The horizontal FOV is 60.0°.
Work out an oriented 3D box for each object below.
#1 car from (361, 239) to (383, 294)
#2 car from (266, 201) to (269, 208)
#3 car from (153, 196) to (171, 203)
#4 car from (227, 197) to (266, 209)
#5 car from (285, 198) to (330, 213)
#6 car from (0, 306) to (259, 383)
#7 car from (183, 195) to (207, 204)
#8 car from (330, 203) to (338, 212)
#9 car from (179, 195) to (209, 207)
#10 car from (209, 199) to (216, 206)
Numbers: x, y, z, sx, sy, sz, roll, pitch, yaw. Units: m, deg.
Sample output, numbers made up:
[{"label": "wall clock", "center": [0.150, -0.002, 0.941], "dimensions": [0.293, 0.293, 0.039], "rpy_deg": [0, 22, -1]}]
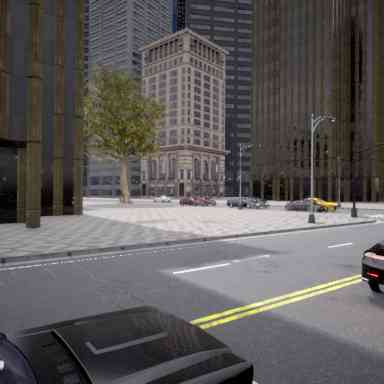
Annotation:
[{"label": "car", "center": [5.787, 1.491, 7.567], "dimensions": [4.902, 1.511, 2.128], "rpy_deg": [0, 0, -35]}, {"label": "car", "center": [8.376, 1.475, 45.928], "dimensions": [2.128, 1.511, 4.902], "rpy_deg": [1, 0, -40]}, {"label": "car", "center": [-6.412, 1.567, 72.112], "dimensions": [1.812, 1.442, 4.674], "rpy_deg": [1, -1, -45]}, {"label": "car", "center": [6.618, 1.443, 42.968], "dimensions": [2.128, 1.511, 4.902], "rpy_deg": [1, 0, -40]}, {"label": "car", "center": [12.219, 1.516, 36.010], "dimensions": [1.994, 1.385, 4.181], "rpy_deg": [1, 0, -39]}, {"label": "car", "center": [-1.733, 1.601, 2.205], "dimensions": [4.718, 1.301, 1.895], "rpy_deg": [0, 0, -36]}, {"label": "car", "center": [0.548, 1.396, 64.925], "dimensions": [2.097, 1.767, 4.553], "rpy_deg": [1, 0, -43]}, {"label": "car", "center": [14.359, 1.462, 38.557], "dimensions": [1.882, 1.535, 5.008], "rpy_deg": [1, 0, -38]}, {"label": "car", "center": [-0.066, 1.474, 50.820], "dimensions": [1.812, 1.442, 4.674], "rpy_deg": [1, 0, -41]}, {"label": "car", "center": [1.874, 1.506, 53.522], "dimensions": [1.812, 1.442, 4.674], "rpy_deg": [1, 0, -41]}]
